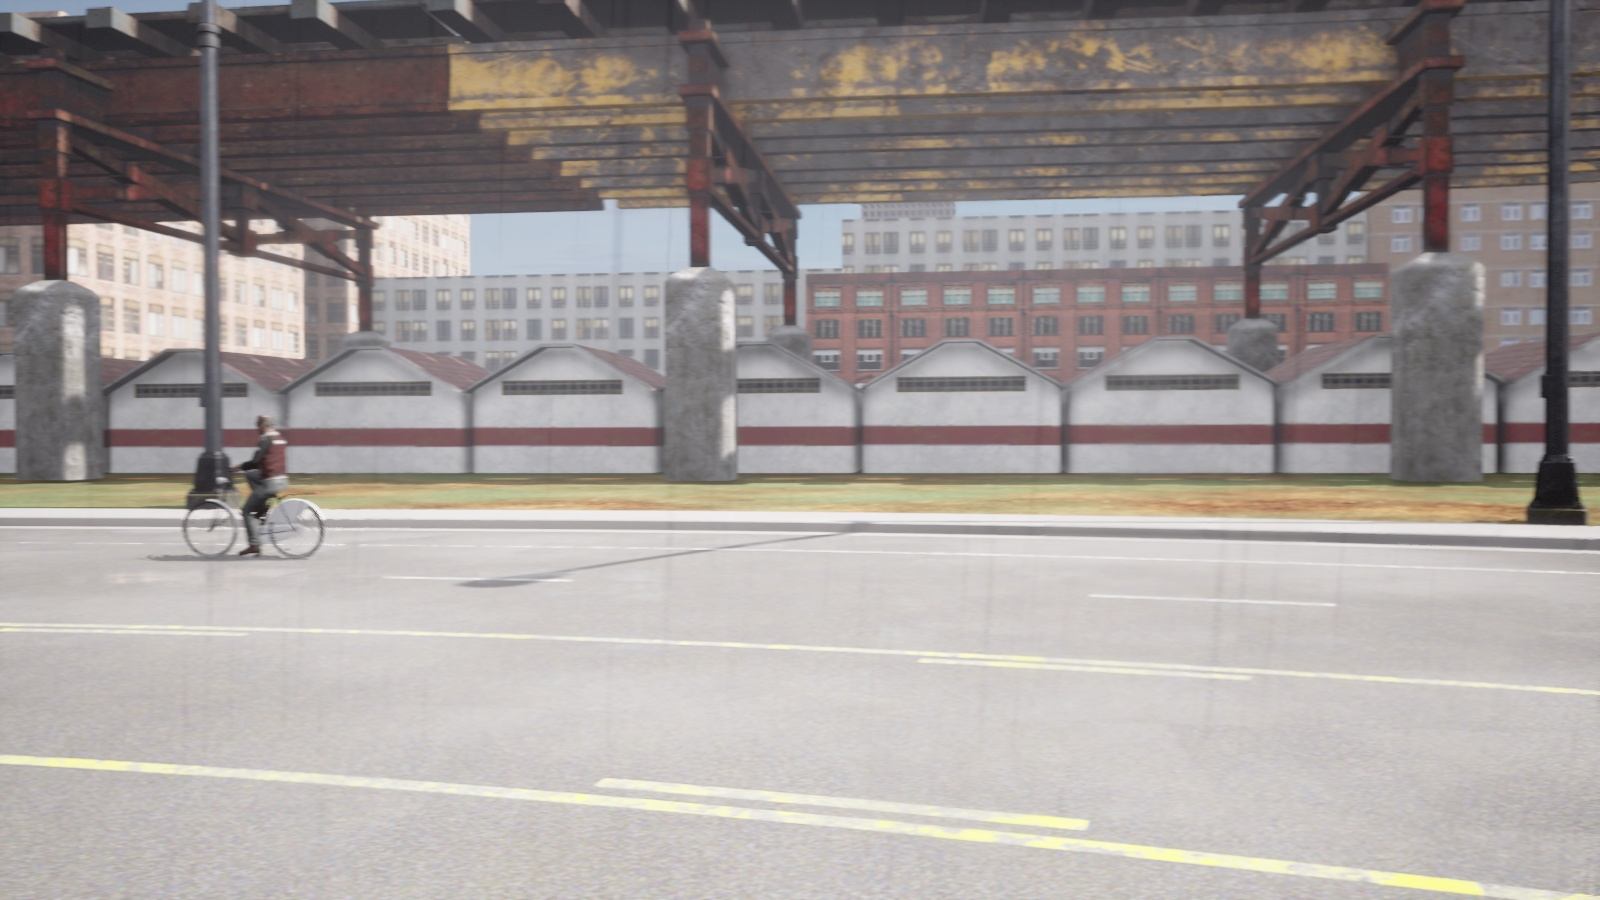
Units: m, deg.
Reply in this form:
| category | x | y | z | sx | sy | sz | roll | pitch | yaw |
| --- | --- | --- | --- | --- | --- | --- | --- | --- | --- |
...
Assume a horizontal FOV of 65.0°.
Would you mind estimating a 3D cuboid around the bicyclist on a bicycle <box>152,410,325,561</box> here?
| category | x | y | z | sx | sy | sz | roll | pitch | yaw |
| --- | --- | --- | --- | --- | --- | --- | --- | --- | --- |
| bicyclist on a bicycle | -6.839 | 0.408 | 15.328 | 1.843 | 1.776 | 0.659 | 0 | 2 | 8 |
